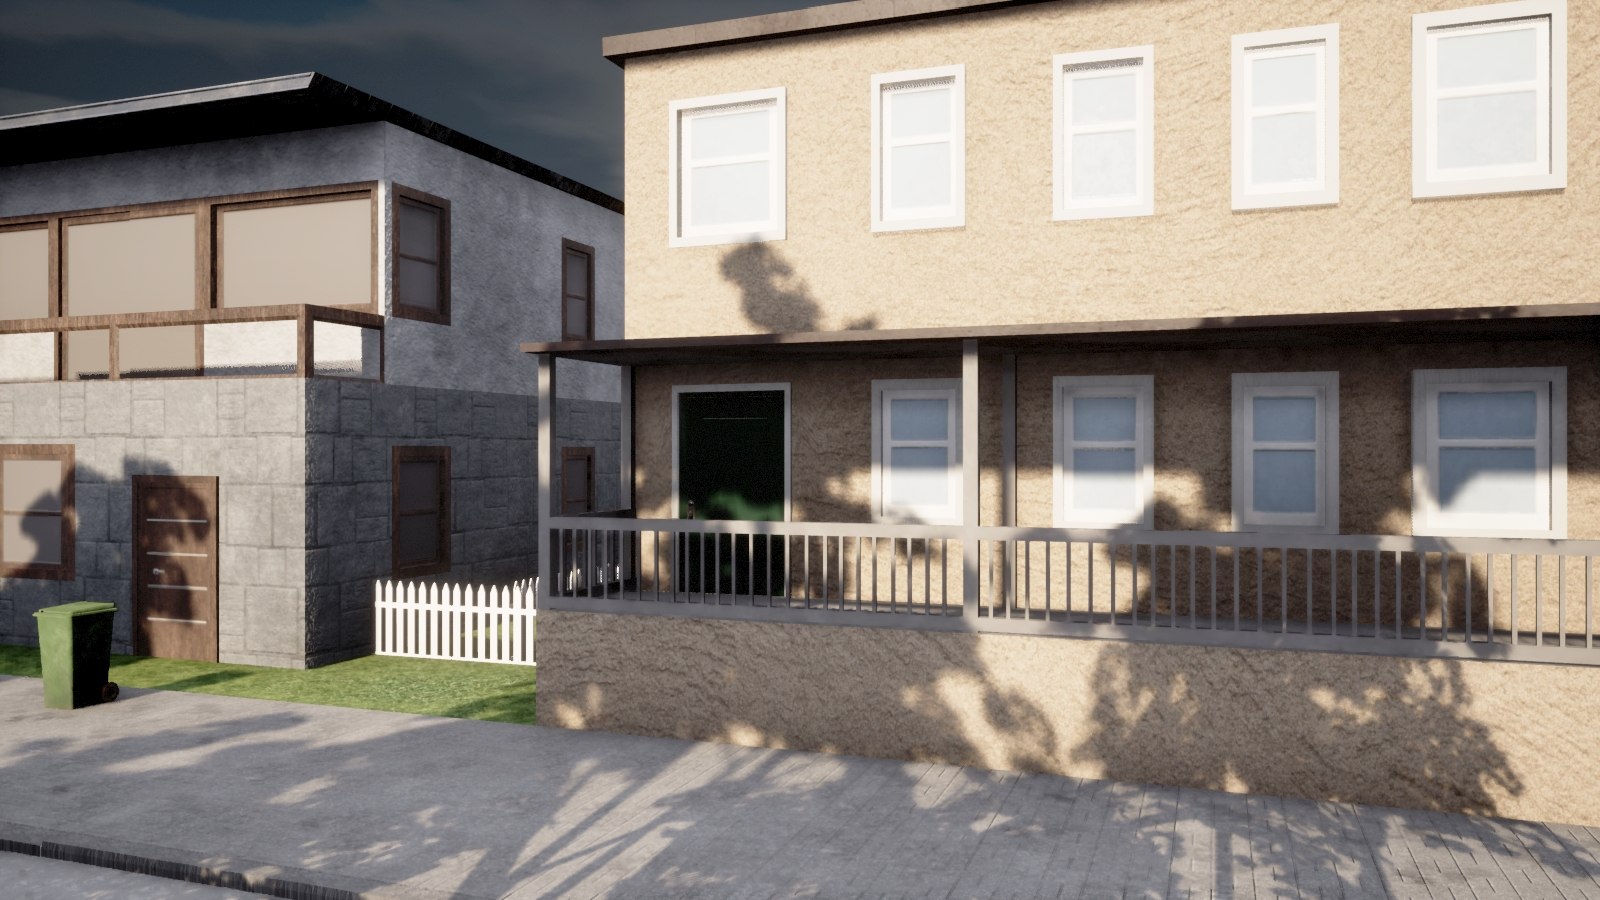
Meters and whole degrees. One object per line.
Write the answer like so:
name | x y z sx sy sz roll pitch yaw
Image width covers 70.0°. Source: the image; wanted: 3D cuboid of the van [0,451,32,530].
van | -27.753 1.329 35.973 1.988 2.561 5.915 0 0 20
